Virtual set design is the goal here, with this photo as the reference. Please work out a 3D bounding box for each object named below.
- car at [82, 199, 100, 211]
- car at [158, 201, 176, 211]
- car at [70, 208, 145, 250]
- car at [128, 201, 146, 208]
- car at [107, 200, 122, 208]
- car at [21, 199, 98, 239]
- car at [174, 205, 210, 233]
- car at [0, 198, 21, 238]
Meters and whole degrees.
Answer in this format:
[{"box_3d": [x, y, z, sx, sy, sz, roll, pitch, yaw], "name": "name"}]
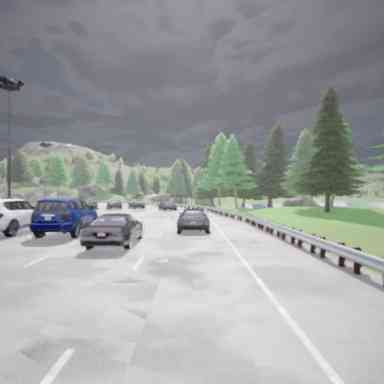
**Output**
[{"box_3d": [-14.920, 1.877, 48.801, 2.128, 1.511, 4.902, 0, 0, -22], "name": "car"}, {"box_3d": [-3.547, 1.938, 47.483, 1.994, 1.385, 4.181, 0, 0, -18], "name": "car"}, {"box_3d": [-3.400, 1.667, 14.996, 2.033, 1.411, 5.357, 0, 0, 0], "name": "car"}, {"box_3d": [-8.634, 2.010, 51.962, 1.895, 1.301, 4.718, 0, 0, -22], "name": "car"}, {"box_3d": [-11.734, 1.922, 50.280, 1.812, 1.442, 4.674, 0, 0, -22], "name": "car"}, {"box_3d": [-6.906, 1.370, 18.569, 2.150, 2.045, 5.566, 0, 0, 0], "name": "car"}, {"box_3d": [0.068, 1.732, 21.119, 1.994, 1.385, 4.181, 0, 0, -1], "name": "car"}, {"box_3d": [-10.408, 1.373, 18.916, 2.150, 2.045, 5.566, 0, 0, 0], "name": "car"}]
